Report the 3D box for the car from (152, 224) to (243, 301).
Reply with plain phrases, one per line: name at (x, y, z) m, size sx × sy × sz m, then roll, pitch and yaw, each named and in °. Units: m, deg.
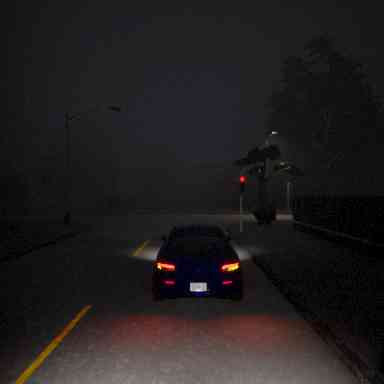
car at (0.120, 1.526, 8.214) m, size 1.812 × 1.442 × 4.674 m, roll 0°, pitch 0°, yaw 0°
